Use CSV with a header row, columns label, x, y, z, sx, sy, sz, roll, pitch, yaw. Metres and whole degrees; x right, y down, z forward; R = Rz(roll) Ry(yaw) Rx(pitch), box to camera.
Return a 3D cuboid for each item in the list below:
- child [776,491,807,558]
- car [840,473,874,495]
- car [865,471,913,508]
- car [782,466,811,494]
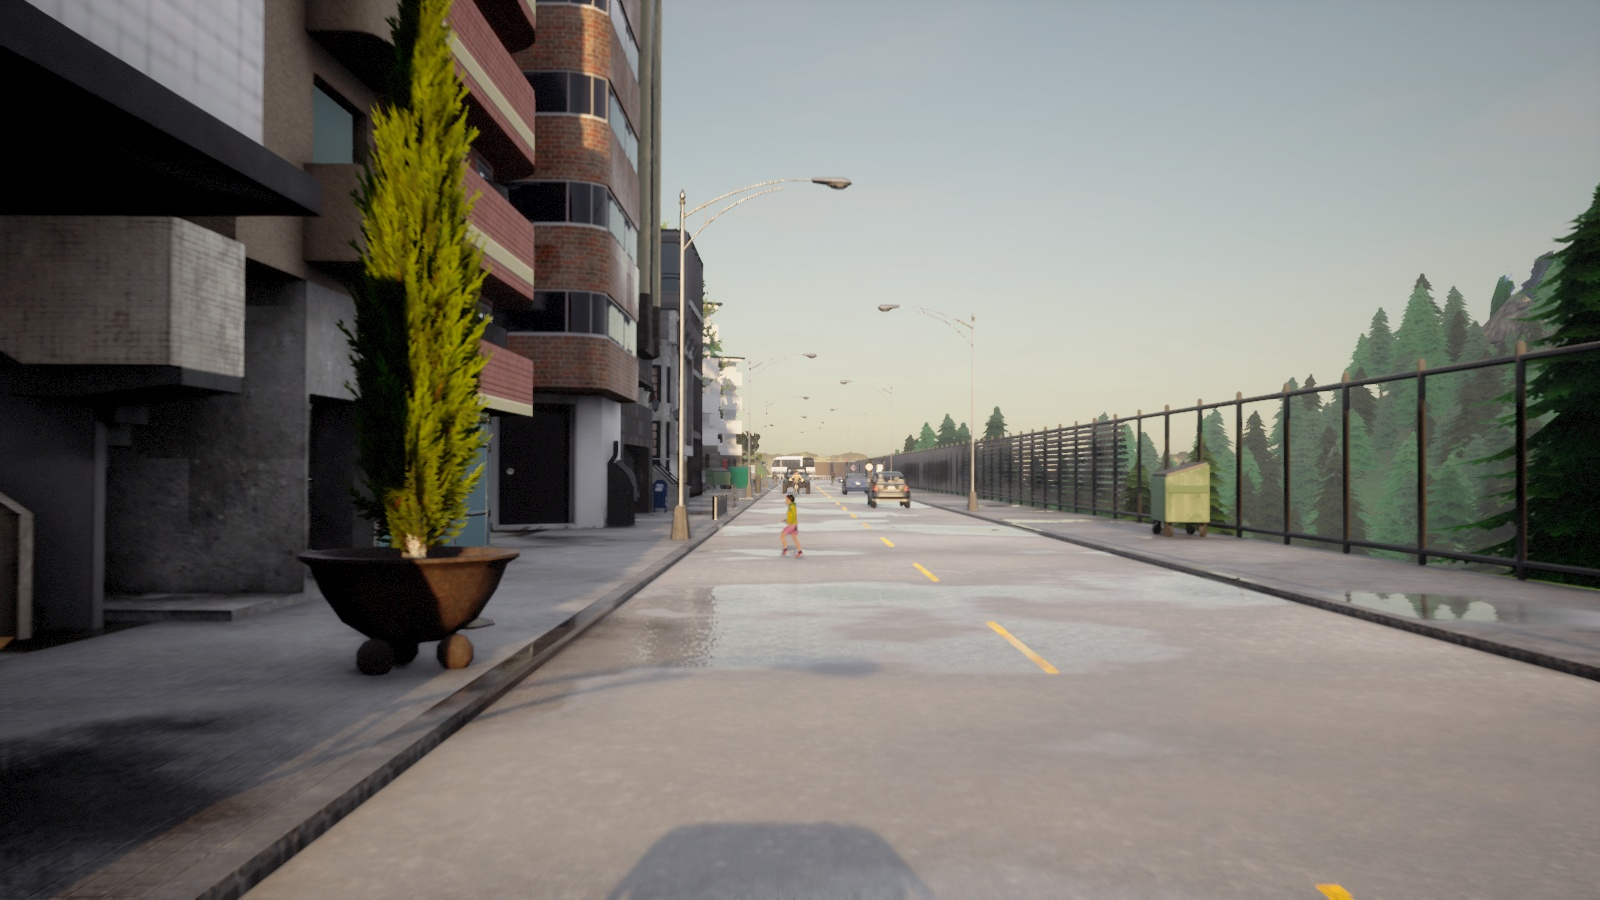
label,x,y,z,sx,sy,sz,roll,pitch,yaw
child,-0.141,1.312,22.184,0.473,1.160,0.299,-1,-1,18
car,3.782,2.263,84.560,2.033,1.411,5.357,0,-1,0
car,3.858,1.698,54.944,1.789,1.549,3.705,0,-1,0
car,-0.219,2.043,85.531,1.905,1.878,3.866,0,-1,0
